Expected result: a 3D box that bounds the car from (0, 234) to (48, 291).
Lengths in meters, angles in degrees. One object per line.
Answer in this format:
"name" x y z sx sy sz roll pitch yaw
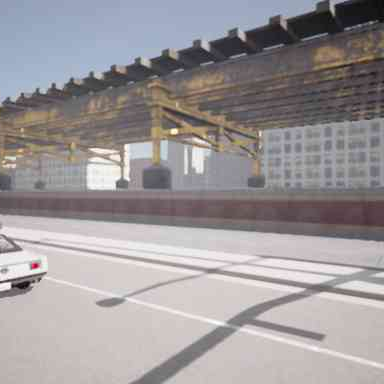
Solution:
"car" -5.588 1.626 7.982 4.718 1.301 1.895 0 0 36
